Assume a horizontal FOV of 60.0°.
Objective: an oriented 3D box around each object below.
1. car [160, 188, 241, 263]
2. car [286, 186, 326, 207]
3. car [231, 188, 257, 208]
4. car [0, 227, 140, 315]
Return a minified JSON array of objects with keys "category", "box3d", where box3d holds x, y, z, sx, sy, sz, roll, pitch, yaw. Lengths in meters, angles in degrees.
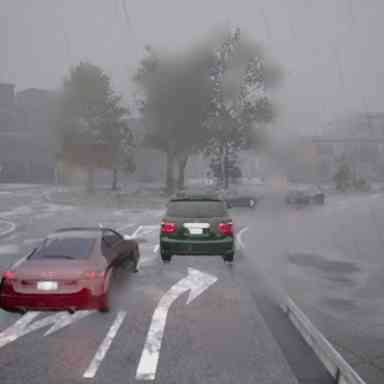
[{"category":"car","box3d":[0.211,1.020,11.458,2.150,2.045,5.566,0,2,2]},{"category":"car","box3d":[9.290,0.280,26.892,1.837,1.490,4.892,5,7,41]},{"category":"car","box3d":[2.777,0.487,24.436,4.892,1.490,1.837,-4,6,-42]},{"category":"car","box3d":[-2.411,1.480,7.543,1.994,1.385,4.181,0,1,0]}]
